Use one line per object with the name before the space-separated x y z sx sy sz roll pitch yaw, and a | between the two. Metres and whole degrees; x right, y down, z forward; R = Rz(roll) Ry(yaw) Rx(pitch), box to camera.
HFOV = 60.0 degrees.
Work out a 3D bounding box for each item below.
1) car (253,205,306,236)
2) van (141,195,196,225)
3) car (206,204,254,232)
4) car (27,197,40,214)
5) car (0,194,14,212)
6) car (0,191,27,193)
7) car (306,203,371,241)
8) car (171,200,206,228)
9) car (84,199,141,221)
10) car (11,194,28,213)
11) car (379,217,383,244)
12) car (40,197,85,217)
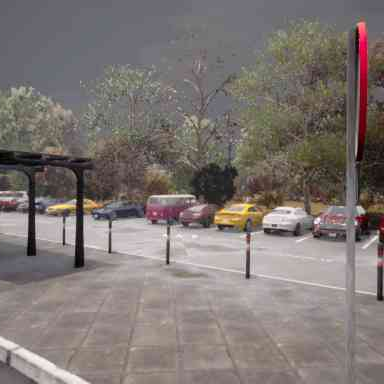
car | 5.526 1.542 18.787 2.002 1.452 4.674 1 0 35
van | -1.183 1.200 23.717 1.878 1.987 4.442 1 0 35
car | 3.265 1.476 20.396 2.097 1.535 5.008 1 0 35
car | -12.535 1.331 31.704 2.163 1.488 4.792 1 0 35
car | -17.067 1.251 34.908 2.097 1.535 5.008 1 0 35
car | -21.605 0.950 38.102 2.435 2.045 5.566 1 0 36
car | 7.806 1.402 17.202 2.185 1.767 4.553 1 0 35
car | 1.004 1.491 22.010 2.002 1.452 4.674 1 0 36
car | -5.789 1.405 26.822 2.163 1.488 4.792 1 0 35
car | -14.807 1.277 33.297 2.231 1.521 4.892 1 0 35
car | 10.050 1.553 15.571 2.097 1.535 5.008 1 0 35
car | -10.400 1.323 29.918 1.946 1.575 5.366 1 0 36
